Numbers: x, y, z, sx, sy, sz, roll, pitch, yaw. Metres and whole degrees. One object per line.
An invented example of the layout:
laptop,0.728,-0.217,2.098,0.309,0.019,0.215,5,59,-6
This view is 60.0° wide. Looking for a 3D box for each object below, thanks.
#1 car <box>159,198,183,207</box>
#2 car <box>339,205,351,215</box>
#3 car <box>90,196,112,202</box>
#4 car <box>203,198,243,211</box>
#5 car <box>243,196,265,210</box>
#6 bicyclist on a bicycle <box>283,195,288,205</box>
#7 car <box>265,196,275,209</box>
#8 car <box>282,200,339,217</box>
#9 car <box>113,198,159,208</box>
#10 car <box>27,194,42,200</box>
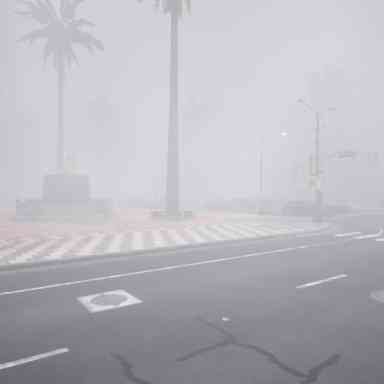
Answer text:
car,-3.493,1.564,49.140,4.181,1.385,1.994,0,0,23
car,13.518,1.601,33.740,1.895,1.301,4.718,0,0,-37
car,-16.500,1.505,55.657,4.892,1.490,1.837,0,-1,2
car,3.467,1.526,40.506,4.674,1.442,1.812,0,0,41
car,6.398,1.505,42.430,4.892,1.490,1.837,0,0,43
bicyclist on a bicycle,15.275,1.300,54.474,0.582,1.620,1.656,0,0,42
car,8.929,1.352,45.189,2.097,1.767,4.553,0,0,-45
car,10.808,1.505,31.334,1.837,1.490,4.892,0,0,-35
car,-7.881,1.548,47.203,5.357,1.411,2.033,0,0,16
car,-26.045,1.221,58.555,5.566,2.045,2.150,0,0,-10
